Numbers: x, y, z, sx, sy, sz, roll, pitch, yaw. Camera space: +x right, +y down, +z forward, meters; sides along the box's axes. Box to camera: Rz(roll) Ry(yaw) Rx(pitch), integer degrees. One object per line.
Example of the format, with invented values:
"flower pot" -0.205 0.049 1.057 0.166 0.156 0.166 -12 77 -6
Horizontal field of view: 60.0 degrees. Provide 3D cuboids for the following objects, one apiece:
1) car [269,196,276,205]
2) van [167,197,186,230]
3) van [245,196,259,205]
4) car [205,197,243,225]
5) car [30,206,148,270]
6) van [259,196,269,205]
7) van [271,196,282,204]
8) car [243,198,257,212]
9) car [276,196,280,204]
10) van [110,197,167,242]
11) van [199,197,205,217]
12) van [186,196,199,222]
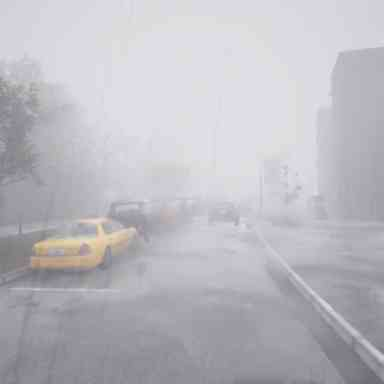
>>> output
"car" 17.987 2.265 79.644 2.163 1.488 4.792 -1 0 24
"van" -1.911 1.353 22.112 1.878 1.987 4.442 -2 0 9
"van" 11.022 1.852 64.729 1.878 1.987 4.442 -2 0 23
"car" 2.522 1.457 24.938 2.097 1.767 4.553 0 -1 10
"car" -3.192 1.504 11.075 1.946 1.575 5.366 -2 0 6
"van" 15.176 1.949 73.772 1.878 1.987 4.442 -2 0 23
"van" 22.820 2.134 89.745 1.878 1.987 4.442 -1 -1 28
"car" 6.737 1.855 42.489 1.994 1.385 4.181 -1 -1 17
"car" 20.365 2.285 84.616 2.231 1.521 4.892 -1 0 24
"van" -2.671 1.314 16.569 1.878 1.987 4.442 -2 0 4
"van" 0.164 1.458 33.087 1.878 1.987 4.442 -2 0 11
"van" -0.962 1.402 27.622 1.878 1.987 4.442 -2 0 10
